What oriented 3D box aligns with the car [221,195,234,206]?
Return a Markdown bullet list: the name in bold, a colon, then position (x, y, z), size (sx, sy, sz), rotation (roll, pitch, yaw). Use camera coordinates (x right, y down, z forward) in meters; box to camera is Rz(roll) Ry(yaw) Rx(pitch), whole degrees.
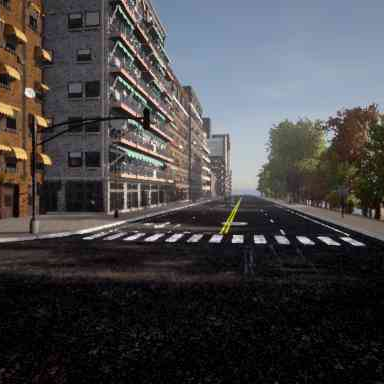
- **car**: position (6.086, 1.355, 56.523), size (2.097, 1.767, 4.553), rotation (0, 0, 9)
